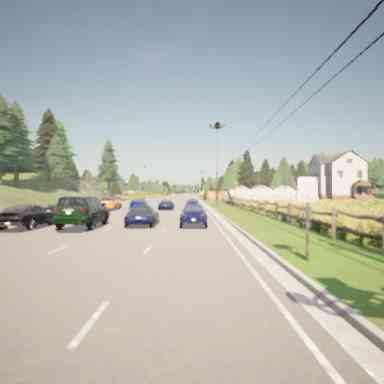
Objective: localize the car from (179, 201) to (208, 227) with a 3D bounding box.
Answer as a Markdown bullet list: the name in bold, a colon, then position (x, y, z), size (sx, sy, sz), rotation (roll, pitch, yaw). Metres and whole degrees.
- **car**: position (0.098, 1.558, 22.828), size (1.812, 1.442, 4.674), rotation (0, 0, 0)

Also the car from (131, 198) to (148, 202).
- **car**: position (-6.917, 1.539, 43.475), size (1.882, 1.535, 5.008), rotation (0, 0, 0)

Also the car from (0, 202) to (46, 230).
- **car**: position (-10.401, 1.535, 21.199), size (1.837, 1.490, 4.892), rotation (0, 0, 0)

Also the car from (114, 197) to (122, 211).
- **car**: position (-10.421, 1.412, 42.655), size (2.097, 1.767, 4.553), rotation (0, 0, 0)

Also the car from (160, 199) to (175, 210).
- **car**: position (-3.415, 1.627, 44.681), size (1.994, 1.385, 4.181), rotation (0, 0, 0)

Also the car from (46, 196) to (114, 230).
- **car**: position (-6.901, 1.252, 21.245), size (2.150, 2.045, 5.566), rotation (0, 0, 0)

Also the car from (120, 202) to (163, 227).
- **car**: position (-3.401, 1.596, 23.029), size (1.994, 1.385, 4.181), rotation (0, 0, 0)

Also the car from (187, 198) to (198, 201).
- **car**: position (0.087, 1.590, 45.469), size (1.812, 1.442, 4.674), rotation (0, 0, 0)

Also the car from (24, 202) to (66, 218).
- **car**: position (-13.998, 1.647, 31.979), size (1.895, 1.301, 4.718), rotation (0, 0, 0)
